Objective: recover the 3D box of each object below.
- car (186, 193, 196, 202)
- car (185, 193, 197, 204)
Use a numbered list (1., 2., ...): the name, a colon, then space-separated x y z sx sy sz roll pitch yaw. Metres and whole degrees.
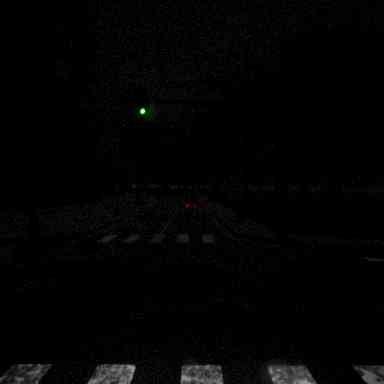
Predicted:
1. car: -0.196 0.993 63.136 1.882 1.535 5.008 0 1 0
2. car: -0.141 1.089 52.718 2.128 1.511 4.902 0 0 0
